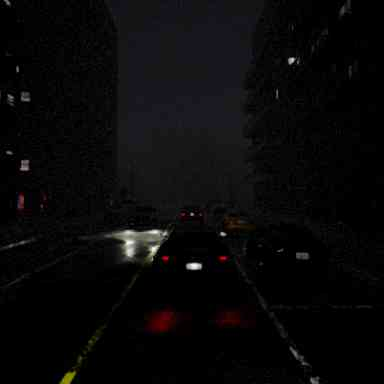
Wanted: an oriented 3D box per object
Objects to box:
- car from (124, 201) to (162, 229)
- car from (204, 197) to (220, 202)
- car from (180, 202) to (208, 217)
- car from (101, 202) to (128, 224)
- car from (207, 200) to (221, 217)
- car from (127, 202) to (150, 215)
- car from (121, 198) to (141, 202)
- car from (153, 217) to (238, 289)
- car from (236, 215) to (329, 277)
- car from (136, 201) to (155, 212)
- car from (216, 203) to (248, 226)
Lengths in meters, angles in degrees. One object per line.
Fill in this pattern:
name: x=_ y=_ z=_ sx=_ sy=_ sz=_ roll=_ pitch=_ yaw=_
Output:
car: x=-3.193 y=1.632 z=23.336 sx=1.882 sy=1.535 sz=5.008 roll=0 pitch=0 yaw=0
car: x=2.665 y=1.601 z=43.088 sx=2.192 sy=1.841 sz=5.009 roll=1 pitch=0 yaw=0
car: x=-0.011 y=1.726 z=27.065 sx=2.033 sy=1.411 sz=5.357 roll=0 pitch=0 yaw=0
car: x=-5.915 y=1.726 z=26.380 sx=2.008 sy=1.369 sz=4.403 roll=1 pitch=0 yaw=0
car: x=2.709 y=1.762 z=31.952 sx=2.008 sy=1.369 sz=4.403 roll=1 pitch=0 yaw=0
car: x=-5.962 y=1.816 z=37.517 sx=1.947 sy=1.339 sz=4.313 roll=1 pitch=0 yaw=0
car: x=-5.936 y=1.527 z=31.950 sx=2.192 sy=1.841 sz=5.009 roll=1 pitch=0 yaw=0
car: x=0.049 y=1.627 z=9.384 sx=1.994 sy=1.385 sz=4.181 roll=0 pitch=0 yaw=0
car: x=2.734 y=1.634 z=10.321 sx=1.947 sy=1.339 sz=4.313 roll=1 pitch=0 yaw=0
car: x=-5.986 y=1.869 z=43.084 sx=1.802 sy=1.307 sz=4.206 roll=1 pitch=0 yaw=0
car: x=2.755 y=1.664 z=20.986 sx=1.752 sy=1.417 sz=4.829 roll=1 pitch=0 yaw=0
